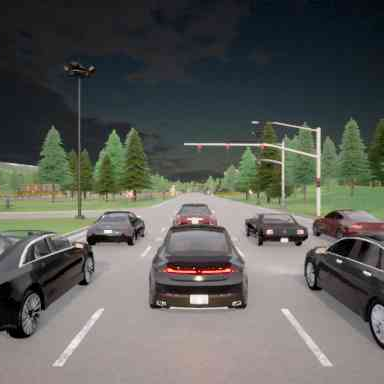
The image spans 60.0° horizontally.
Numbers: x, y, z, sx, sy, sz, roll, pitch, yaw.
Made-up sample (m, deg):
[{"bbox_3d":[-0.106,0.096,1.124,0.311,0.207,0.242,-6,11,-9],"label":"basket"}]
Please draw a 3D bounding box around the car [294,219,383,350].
[{"bbox_3d":[3.614,1.505,6.150,1.837,1.490,4.892,0,0,0],"label":"car"}]

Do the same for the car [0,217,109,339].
[{"bbox_3d":[-3.385,1.492,6.558,2.128,1.511,4.902,0,0,0],"label":"car"}]

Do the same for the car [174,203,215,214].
[{"bbox_3d":[0.135,1.352,16.988,2.097,1.767,4.553,0,0,0],"label":"car"}]

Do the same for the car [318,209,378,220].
[{"bbox_3d":[7.132,1.526,15.327,1.812,1.442,4.674,0,0,0],"label":"car"}]

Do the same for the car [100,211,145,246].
[{"bbox_3d":[-3.367,1.564,15.363,1.994,1.385,4.181,0,0,0],"label":"car"}]

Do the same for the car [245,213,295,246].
[{"bbox_3d":[3.632,1.601,15.251,1.895,1.301,4.718,0,0,0],"label":"car"}]

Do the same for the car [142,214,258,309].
[{"bbox_3d":[0.118,1.505,7.851,1.837,1.490,4.892,0,0,0],"label":"car"}]
